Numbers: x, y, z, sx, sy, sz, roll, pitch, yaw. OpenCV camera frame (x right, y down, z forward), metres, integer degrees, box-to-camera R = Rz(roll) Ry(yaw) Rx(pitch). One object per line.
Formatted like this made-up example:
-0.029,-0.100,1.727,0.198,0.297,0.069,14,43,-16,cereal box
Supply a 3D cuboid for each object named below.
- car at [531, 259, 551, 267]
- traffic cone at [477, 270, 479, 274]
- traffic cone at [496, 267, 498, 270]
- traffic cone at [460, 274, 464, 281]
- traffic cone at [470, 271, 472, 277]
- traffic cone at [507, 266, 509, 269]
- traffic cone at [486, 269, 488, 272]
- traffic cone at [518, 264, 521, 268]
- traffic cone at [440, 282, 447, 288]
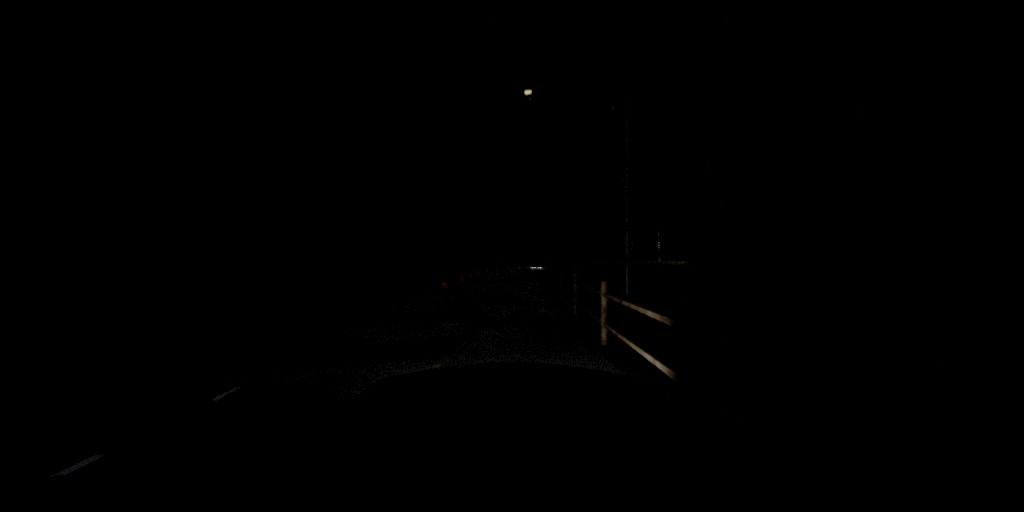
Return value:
5.062,1.160,61.998,2.033,1.411,5.357,0,0,27,car
-3.664,1.665,38.654,0.340,0.580,0.340,0,0,4,traffic cone
-2.030,1.633,48.922,0.340,0.580,0.340,0,0,14,traffic cone
-3.982,1.690,28.501,0.340,0.580,0.340,0,0,-1,traffic cone
-3.842,1.678,33.472,0.340,0.580,0.340,0,0,0,traffic cone
-0.584,1.615,53.921,0.340,0.580,0.340,0,0,19,traffic cone
-3.059,1.649,43.822,0.340,0.580,0.340,0,0,9,traffic cone
1.270,1.596,58.782,0.340,0.580,0.340,0,0,23,traffic cone
-4.234,1.527,22.556,0.340,0.580,0.340,0,0,0,traffic cone
